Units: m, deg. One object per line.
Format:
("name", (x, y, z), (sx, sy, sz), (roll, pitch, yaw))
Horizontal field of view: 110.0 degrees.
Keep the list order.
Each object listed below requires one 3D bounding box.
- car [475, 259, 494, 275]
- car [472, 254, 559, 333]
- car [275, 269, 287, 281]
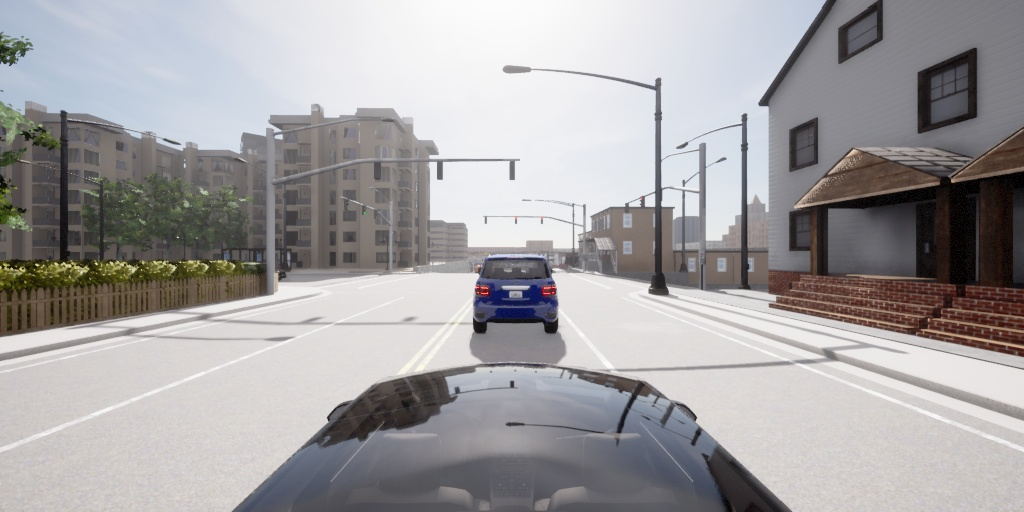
("car", (-3.561, 1.506, 46.897), (2.097, 1.767, 4.553), (1, -5, 0))
("car", (0.101, 0.971, 10.877), (2.150, 2.045, 5.566), (0, 0, 0))
("car", (-20.346, 1.255, 28.079), (4.892, 1.490, 1.837), (0, 0, 1))
